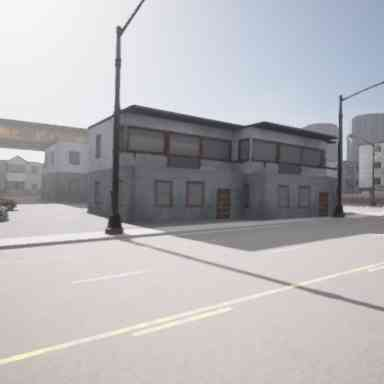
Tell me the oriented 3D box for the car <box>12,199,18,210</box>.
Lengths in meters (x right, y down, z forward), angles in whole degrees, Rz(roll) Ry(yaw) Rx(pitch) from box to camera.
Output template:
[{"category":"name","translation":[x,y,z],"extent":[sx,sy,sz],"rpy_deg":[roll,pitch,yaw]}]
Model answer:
[{"category":"car","translation":[-17.868,0.810,28.680],"extent":[5.027,1.636,2.152],"rpy_deg":[2,-1,-35]}]

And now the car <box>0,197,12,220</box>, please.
[{"category":"car","translation":[-14.048,1.157,21.458],"extent":[3.806,1.475,1.970],"rpy_deg":[0,0,-35]}]
